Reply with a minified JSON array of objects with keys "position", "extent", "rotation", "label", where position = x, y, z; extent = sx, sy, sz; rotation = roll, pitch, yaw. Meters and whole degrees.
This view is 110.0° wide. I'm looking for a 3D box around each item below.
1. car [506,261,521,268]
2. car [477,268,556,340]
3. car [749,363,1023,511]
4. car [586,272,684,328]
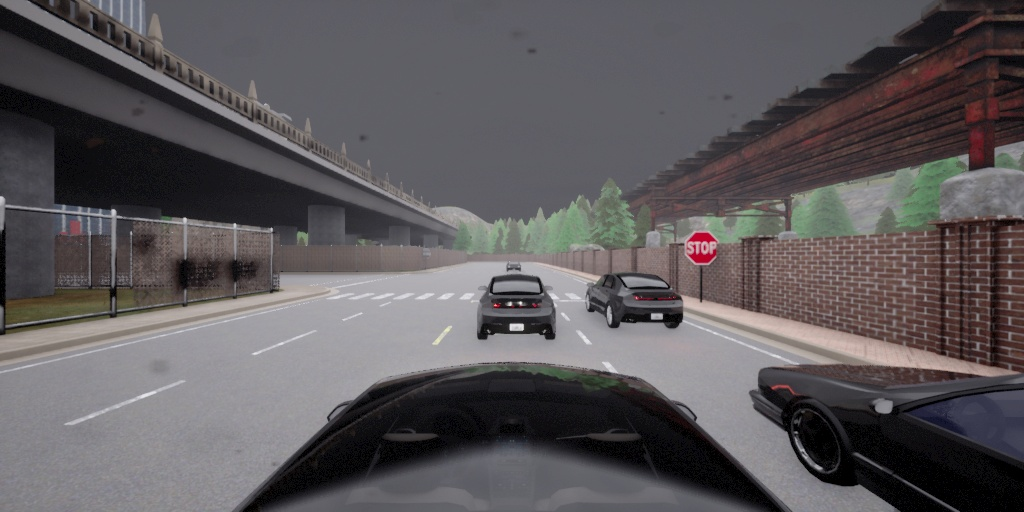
[{"position":[0.212,1.342,46.249],"extent":[1.895,1.301,4.718],"rotation":[0,0,-1],"label":"car"},{"position":[0.104,1.253,9.959],"extent":[1.837,1.490,4.892],"rotation":[0,0,0],"label":"car"},{"position":[3.600,1.297,1.570],"extent":[2.033,1.411,5.357],"rotation":[0,0,0],"label":"car"},{"position":[3.606,1.253,11.316],"extent":[1.837,1.490,4.892],"rotation":[0,0,0],"label":"car"}]
